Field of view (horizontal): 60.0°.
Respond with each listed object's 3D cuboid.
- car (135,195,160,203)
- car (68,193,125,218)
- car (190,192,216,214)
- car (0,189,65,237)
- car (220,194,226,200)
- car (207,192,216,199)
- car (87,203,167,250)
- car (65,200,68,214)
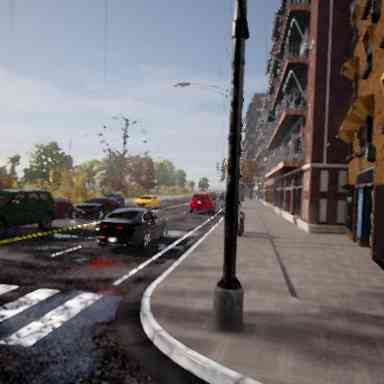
[{"bbox_3d":[-5.085,1.139,38.227,1.882,1.535,5.008,2,0,9],"label":"car"},{"bbox_3d":[-7.147,1.145,25.631,1.882,1.535,5.008,2,0,9],"label":"car"},{"bbox_3d":[1.164,1.159,35.511,2.150,2.045,5.566,2,0,9],"label":"car"},{"bbox_3d":[-8.791,0.891,15.885,2.150,2.045,5.566,2,0,12],"label":"car"},{"bbox_3d":[8.773,1.482,93.949,1.895,1.301,4.718,2,0,6],"label":"car"},{"bbox_3d":[5.507,0.974,93.794,2.150,2.045,5.566,2,0,6],"label":"car"},{"bbox_3d":[-2.410,1.453,14.293,1.837,1.490,4.892,2,0,10],"label":"car"},{"bbox_3d":[-10.568,1.096,24.865,1.994,1.385,4.181,2,0,10],"label":"car"}]
